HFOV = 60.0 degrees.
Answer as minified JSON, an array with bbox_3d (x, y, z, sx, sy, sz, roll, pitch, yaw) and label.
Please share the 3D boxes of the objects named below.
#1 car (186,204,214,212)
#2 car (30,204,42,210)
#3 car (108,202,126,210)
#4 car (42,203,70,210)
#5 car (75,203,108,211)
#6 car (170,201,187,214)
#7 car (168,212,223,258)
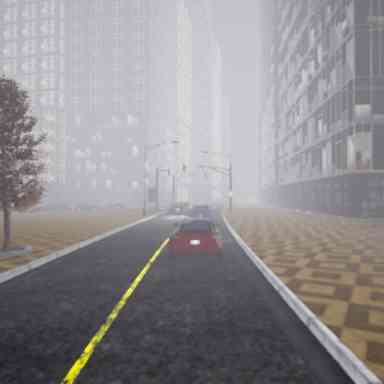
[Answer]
[{"bbox_3d":[0.861,1.775,29.130,1.882,1.535,5.008,0,0,4],"label":"car"},{"bbox_3d":[-30.400,2.799,63.148,4.313,1.339,1.947,-1,0,13],"label":"car"},{"bbox_3d":[-13.961,2.443,59.351,4.403,1.369,2.008,-1,0,13],"label":"car"},{"bbox_3d":[-24.920,2.684,61.883,4.313,1.339,1.947,-1,0,13],"label":"car"},{"bbox_3d":[-15.848,2.326,51.187,4.403,1.369,2.008,-1,0,13],"label":"car"},{"bbox_3d":[-1.431,1.896,40.271,2.128,1.511,4.902,0,-1,5],"label":"car"},{"bbox_3d":[0.185,1.705,13.394,1.994,1.385,4.181,0,-1,2],"label":"car"}]
